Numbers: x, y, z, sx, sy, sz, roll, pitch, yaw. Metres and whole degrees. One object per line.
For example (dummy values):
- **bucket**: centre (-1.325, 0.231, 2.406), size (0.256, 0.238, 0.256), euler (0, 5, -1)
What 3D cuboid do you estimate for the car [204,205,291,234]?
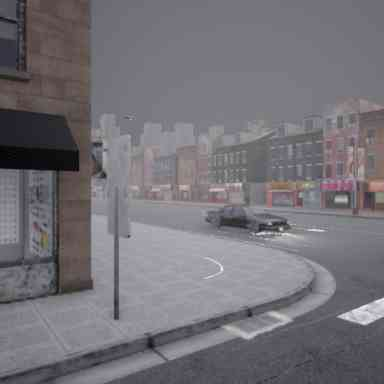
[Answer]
- **car**: centre (2.901, 1.432, 18.723), size (2.033, 1.411, 5.357), euler (0, 1, -36)
